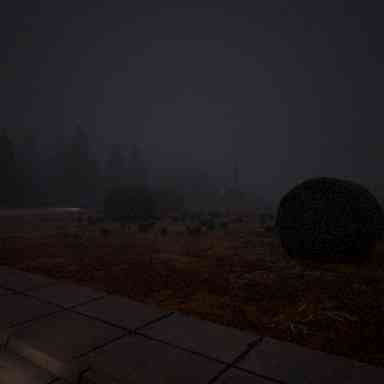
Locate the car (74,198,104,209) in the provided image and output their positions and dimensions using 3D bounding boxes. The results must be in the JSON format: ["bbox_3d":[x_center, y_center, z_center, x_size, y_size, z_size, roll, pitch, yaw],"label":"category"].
[{"bbox_3d":[-14.026,1.515,45.892,1.812,1.442,4.674,0,0,37],"label":"car"}]
